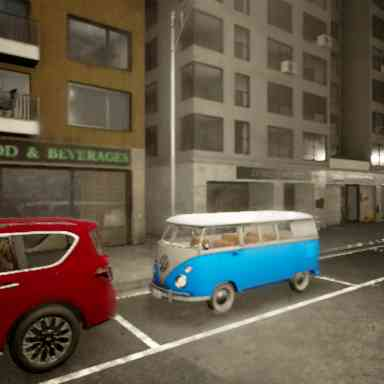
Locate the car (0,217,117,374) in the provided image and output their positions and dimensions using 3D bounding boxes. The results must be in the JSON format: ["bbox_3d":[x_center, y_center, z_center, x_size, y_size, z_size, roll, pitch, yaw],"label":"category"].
[{"bbox_3d":[-3.422,1.315,4.094,5.009,1.841,2.192,0,0,-35],"label":"car"}]

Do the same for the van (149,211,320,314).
[{"bbox_3d":[1.079,1.342,7.298,3.998,1.788,1.690,0,0,-35],"label":"van"}]
